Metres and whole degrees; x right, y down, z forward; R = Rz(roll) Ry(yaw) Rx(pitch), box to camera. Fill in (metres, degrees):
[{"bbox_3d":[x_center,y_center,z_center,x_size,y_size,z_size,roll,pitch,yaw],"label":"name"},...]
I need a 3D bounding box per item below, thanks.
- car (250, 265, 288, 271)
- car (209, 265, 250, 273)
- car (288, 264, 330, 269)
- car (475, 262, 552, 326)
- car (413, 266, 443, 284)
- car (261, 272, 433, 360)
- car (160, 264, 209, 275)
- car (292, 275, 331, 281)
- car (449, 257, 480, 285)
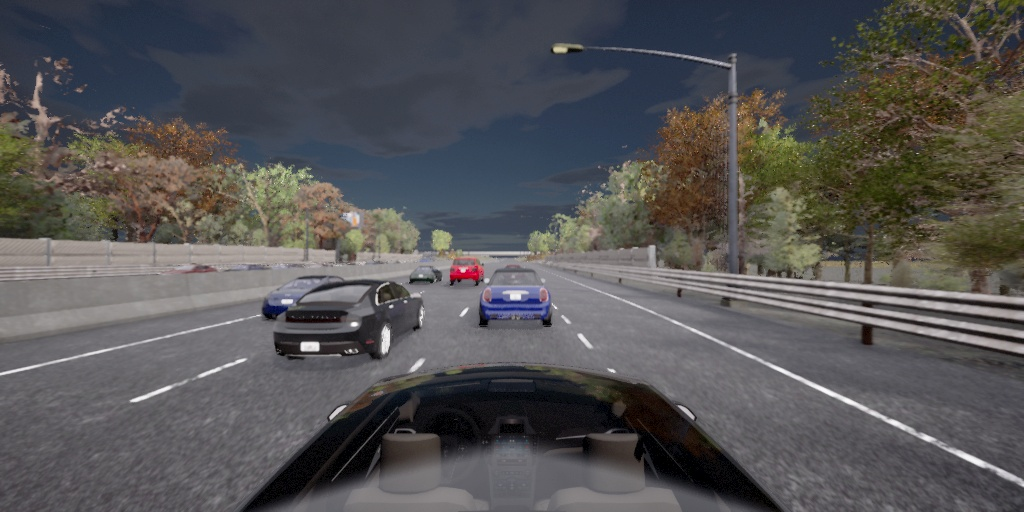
[{"bbox_3d":[-21.096,1.498,33.254,2.033,1.411,5.357,0,0,0],"label":"car"},{"bbox_3d":[-24.595,1.498,33.245,2.033,1.411,5.357,0,0,0],"label":"car"},{"bbox_3d":[-17.595,1.469,32.225,1.812,1.442,4.674,0,0,0],"label":"car"},{"bbox_3d":[0.098,1.164,12.049,2.097,1.767,4.553,0,0,0],"label":"car"},{"bbox_3d":[-6.899,1.486,29.182,1.994,1.385,4.181,0,0,0],"label":"car"},{"bbox_3d":[-3.400,1.295,8.460,1.837,1.490,4.892,0,0,0],"label":"car"},{"bbox_3d":[-28.093,1.465,31.455,1.812,1.442,4.674,0,0,0],"label":"car"},{"bbox_3d":[-6.899,1.382,13.006,1.994,1.385,4.181,0,0,0],"label":"car"},{"bbox_3d":[-3.404,1.134,27.687,2.150,2.045,5.566,0,0,0],"label":"car"}]
